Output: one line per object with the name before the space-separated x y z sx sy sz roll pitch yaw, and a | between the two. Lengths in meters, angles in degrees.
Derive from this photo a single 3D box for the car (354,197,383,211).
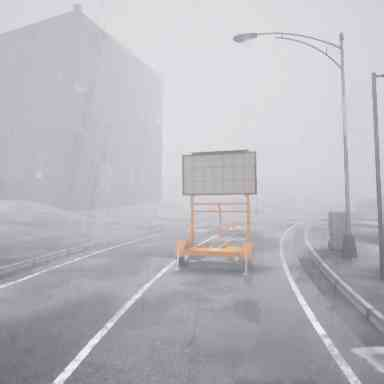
car | 28.003 1.893 52.455 5.566 2.045 2.150 0 -4 -29

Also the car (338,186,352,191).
car | 37.418 -0.646 84.475 4.892 1.521 2.231 3 -5 -31

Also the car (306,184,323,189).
car | 27.970 -1.065 78.974 4.792 1.488 2.163 2 -5 -28

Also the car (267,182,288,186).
car | 18.027 -1.521 73.727 5.008 1.535 2.097 2 -5 -26

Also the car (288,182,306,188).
car | 22.939 -1.442 76.256 4.553 1.767 2.185 2 -5 -27

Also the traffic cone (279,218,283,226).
traffic cone | 6.097 2.049 22.751 0.340 0.580 0.340 -2 -1 17

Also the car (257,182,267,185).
car | 13.040 -1.677 71.300 4.674 1.452 2.002 2 -5 -25

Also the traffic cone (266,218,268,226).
traffic cone | 5.142 2.081 23.037 0.340 0.580 0.340 -2 -1 17

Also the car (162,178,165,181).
car | -7.079 -2.465 62.410 4.553 1.767 2.185 2 -5 -24

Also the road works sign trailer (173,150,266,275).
road works sign trailer | 0.918 0.493 10.697 2.380 3.560 2.880 -1 0 18

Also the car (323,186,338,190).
car | 32.766 -0.834 81.697 4.674 1.452 2.002 3 -5 -30
